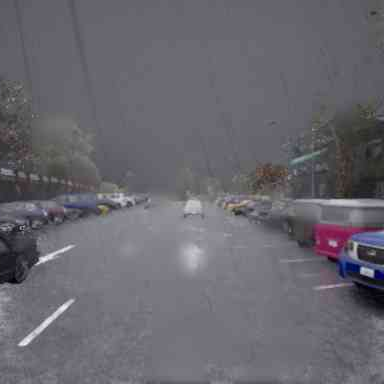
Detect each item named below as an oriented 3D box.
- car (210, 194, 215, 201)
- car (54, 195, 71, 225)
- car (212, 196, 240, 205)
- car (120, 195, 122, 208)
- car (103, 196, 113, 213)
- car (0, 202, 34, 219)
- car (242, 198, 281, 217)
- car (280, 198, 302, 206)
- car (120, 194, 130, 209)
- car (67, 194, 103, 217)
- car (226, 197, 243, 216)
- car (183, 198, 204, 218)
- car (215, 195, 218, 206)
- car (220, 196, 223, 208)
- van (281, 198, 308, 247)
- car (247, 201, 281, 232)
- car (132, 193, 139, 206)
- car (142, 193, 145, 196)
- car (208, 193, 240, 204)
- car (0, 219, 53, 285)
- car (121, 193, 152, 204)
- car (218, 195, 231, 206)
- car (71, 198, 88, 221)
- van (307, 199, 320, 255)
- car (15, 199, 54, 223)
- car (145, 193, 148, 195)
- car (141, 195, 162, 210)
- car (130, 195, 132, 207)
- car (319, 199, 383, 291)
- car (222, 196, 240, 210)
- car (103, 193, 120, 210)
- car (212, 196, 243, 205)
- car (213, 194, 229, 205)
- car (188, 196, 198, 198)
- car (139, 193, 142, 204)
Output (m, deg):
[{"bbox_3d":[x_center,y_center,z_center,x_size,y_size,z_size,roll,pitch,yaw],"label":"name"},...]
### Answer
[{"bbox_3d":[5.931,1.475,51.707,5.366,1.575,1.946,1,0,-20],"label":"car"},{"bbox_3d":[-10.875,1.354,22.783,4.553,1.767,2.185,-1,0,-20],"label":"car"},{"bbox_3d":[6.120,1.517,60.652,4.674,1.452,2.002,1,0,-20],"label":"car"},{"bbox_3d":[-10.859,1.476,37.878,4.892,1.521,2.231,-1,0,-20],"label":"car"},{"bbox_3d":[-10.711,1.472,31.908,5.366,1.575,1.946,-1,0,-20],"label":"car"},{"bbox_3d":[-10.923,1.482,16.733,4.892,1.521,2.231,-1,0,-20],"label":"car"},{"bbox_3d":[6.073,1.364,22.197,4.553,1.767,2.185,1,0,-20],"label":"car"},{"bbox_3d":[22.614,2.290,76.340,1.946,1.575,5.366,2,1,-20],"label":"car"},{"bbox_3d":[-10.899,1.224,40.899,5.566,2.045,2.435,-1,0,-20],"label":"car"},{"bbox_3d":[-10.921,1.227,28.808,5.566,2.045,2.435,-1,0,-20],"label":"car"},{"bbox_3d":[6.035,1.516,31.048,4.792,1.488,2.163,1,0,-20],"label":"car"},{"bbox_3d":[0.156,1.523,30.264,1.812,1.442,4.674,0,0,0],"label":"car"},{"bbox_3d":[6.080,1.483,42.908,5.008,1.535,2.097,1,0,-20],"label":"car"},{"bbox_3d":[6.071,1.484,36.978,5.008,1.535,2.097,1,0,-20],"label":"car"},{"bbox_3d":[6.137,1.266,13.354,4.442,1.987,1.878,1,0,-20],"label":"van"},{"bbox_3d":[6.035,1.491,19.222,4.892,1.521,2.231,1,0,-20],"label":"car"},{"bbox_3d":[-10.832,1.221,46.966,5.566,2.045,2.435,-1,0,-20],"label":"car"},{"bbox_3d":[-10.870,1.345,56.012,4.553,1.767,2.185,-1,0,-20],"label":"car"},{"bbox_3d":[6.152,1.226,63.628,5.566,2.045,2.435,1,0,-20],"label":"car"},{"bbox_3d":[-5.083,1.545,6.871,2.033,1.411,5.357,0,0,0],"label":"car"},{"bbox_3d":[-10.844,1.216,65.069,5.566,2.045,2.435,-1,0,-20],"label":"car"},{"bbox_3d":[6.248,1.483,40.011,5.366,1.575,1.946,1,0,-20],"label":"car"},{"bbox_3d":[-10.866,1.508,25.807,4.792,1.488,2.163,-1,0,-20],"label":"car"},{"bbox_3d":[6.130,1.266,10.395,4.442,1.987,1.878,1,0,-20],"label":"van"},{"bbox_3d":[-10.873,1.354,19.753,4.553,1.767,2.185,-1,0,-20],"label":"car"},{"bbox_3d":[-10.803,1.343,59.050,4.553,1.767,2.185,-1,0,-20],"label":"car"},{"bbox_3d":[-5.004,1.516,43.300,1.812,1.442,4.674,0,0,0],"label":"car"},{"bbox_3d":[-10.832,1.503,43.943,4.792,1.488,2.163,-1,0,-20],"label":"car"},{"bbox_3d":[5.992,1.239,7.378,5.566,2.045,2.435,1,0,-20],"label":"car"},{"bbox_3d":[6.235,1.485,34.094,5.366,1.575,1.946,1,0,-20],"label":"car"},{"bbox_3d":[-10.849,1.225,34.871,5.566,2.045,2.435,-1,0,-20],"label":"car"},{"bbox_3d":[6.119,1.480,57.694,4.892,1.521,2.231,1,0,-20],"label":"car"},{"bbox_3d":[6.097,1.482,48.823,4.892,1.521,2.231,1,0,-20],"label":"car"},{"bbox_3d":[0.187,1.344,44.933,2.097,1.767,4.553,0,0,0],"label":"car"},{"bbox_3d":[-10.869,1.346,52.985,4.553,1.767,2.185,-1,0,-20],"label":"car"}]
